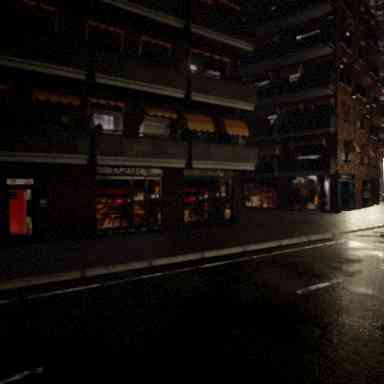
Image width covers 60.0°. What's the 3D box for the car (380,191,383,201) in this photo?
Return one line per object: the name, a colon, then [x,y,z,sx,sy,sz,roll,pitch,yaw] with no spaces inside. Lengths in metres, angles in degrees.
car: [28.970,0.546,53.617,4.097,1.590,1.967,1,1,41]
